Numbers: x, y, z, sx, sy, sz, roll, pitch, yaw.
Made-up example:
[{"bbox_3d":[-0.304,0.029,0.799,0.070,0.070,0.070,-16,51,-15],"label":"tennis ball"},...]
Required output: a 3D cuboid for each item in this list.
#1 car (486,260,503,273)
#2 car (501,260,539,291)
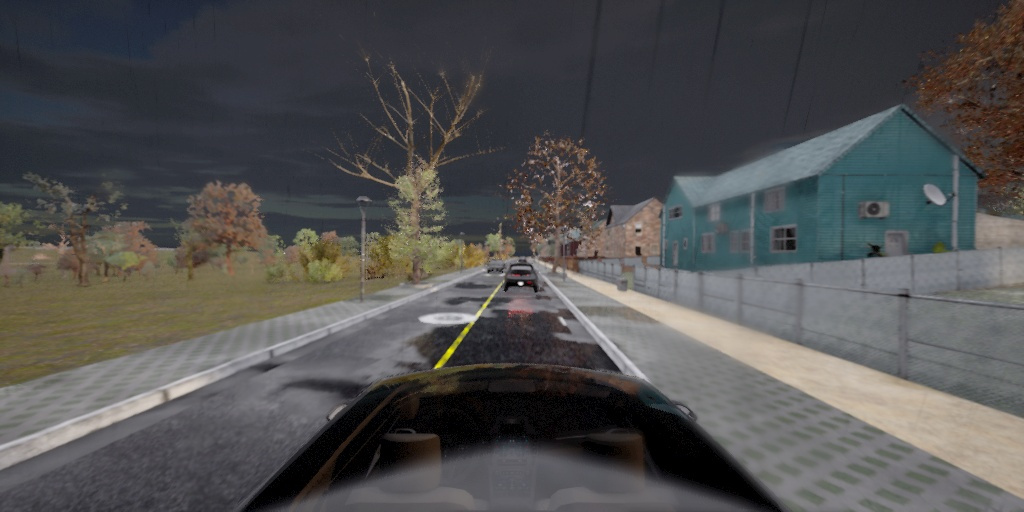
[{"bbox_3d":[-1.660,1.160,39.170,1.837,1.490,4.892,1,0,2],"label":"car"},{"bbox_3d":[0.546,1.194,21.318,1.837,1.490,4.892,1,0,2],"label":"car"}]
